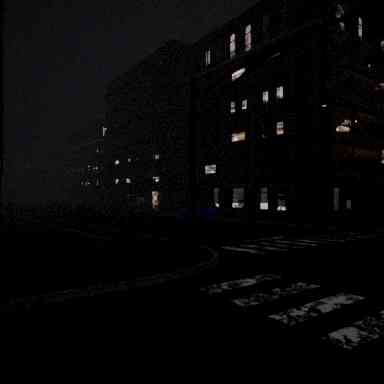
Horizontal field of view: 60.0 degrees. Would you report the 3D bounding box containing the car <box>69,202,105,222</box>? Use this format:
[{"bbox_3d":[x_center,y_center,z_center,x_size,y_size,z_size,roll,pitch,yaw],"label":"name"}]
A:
[{"bbox_3d":[-9.558,1.908,30.816,1.967,1.590,4.097,-1,0,-36],"label":"car"}]

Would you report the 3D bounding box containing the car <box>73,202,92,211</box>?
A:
[{"bbox_3d":[-19.422,2.496,58.694,1.752,1.417,4.829,-1,0,-36],"label":"car"}]

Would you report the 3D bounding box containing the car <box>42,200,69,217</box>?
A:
[{"bbox_3d":[-16.161,2.094,39.966,1.967,1.590,4.097,-1,0,-36],"label":"car"}]

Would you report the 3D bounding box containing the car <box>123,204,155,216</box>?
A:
[{"bbox_3d":[-6.215,2.122,40.394,1.752,1.417,4.829,-1,0,-36],"label":"car"}]

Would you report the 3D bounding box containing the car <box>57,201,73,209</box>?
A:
[{"bbox_3d":[-25.927,2.595,67.707,1.967,1.590,4.097,-1,0,-36],"label":"car"}]

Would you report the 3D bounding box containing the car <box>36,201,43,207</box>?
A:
[{"bbox_3d":[-39.131,3.097,86.006,1.947,1.339,4.313,-1,0,-36],"label":"car"}]

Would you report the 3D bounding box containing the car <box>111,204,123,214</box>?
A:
[{"bbox_3d":[-9.417,2.253,44.831,1.947,1.339,4.313,-1,0,-36],"label":"car"}]

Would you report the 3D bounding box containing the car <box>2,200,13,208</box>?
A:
[{"bbox_3d":[-42.577,2.719,76.568,2.192,1.841,5.009,-1,0,-36],"label":"car"}]

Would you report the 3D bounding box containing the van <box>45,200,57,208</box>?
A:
[{"bbox_3d":[-32.534,2.684,76.858,1.690,1.788,3.998,-1,0,-36],"label":"van"}]

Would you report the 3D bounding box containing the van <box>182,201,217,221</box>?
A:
[{"bbox_3d":[0.622,1.750,31.206,1.690,1.788,3.998,-1,0,-36],"label":"van"}]

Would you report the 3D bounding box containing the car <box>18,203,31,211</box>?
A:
[{"bbox_3d":[-29.267,2.551,58.129,1.752,1.417,4.829,-1,0,-36],"label":"car"}]
